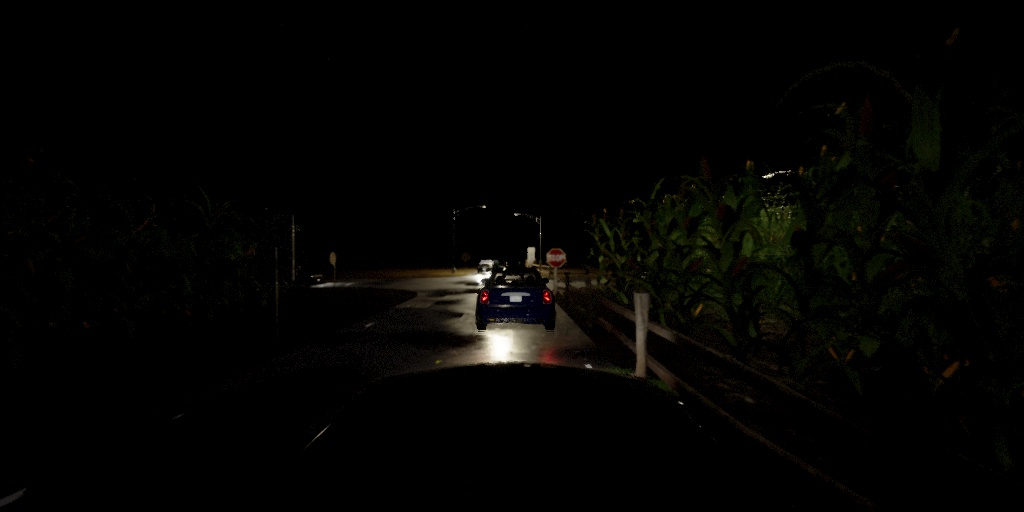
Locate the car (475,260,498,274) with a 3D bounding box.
[{"bbox_3d":[-2.886,1.211,41.203,2.128,1.511,4.902,0,0,2],"label":"car"}]

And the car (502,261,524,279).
[{"bbox_3d":[0.105,1.226,32.980,1.837,1.490,4.892,0,0,0],"label":"car"}]

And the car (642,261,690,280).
[{"bbox_3d":[12.493,1.061,28.415,4.553,1.767,2.097,0,1,-2],"label":"car"}]

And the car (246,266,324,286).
[{"bbox_3d":[-16.452,1.330,25.542,5.357,1.411,2.033,0,1,-1],"label":"car"}]

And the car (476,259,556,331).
[{"bbox_3d":[0.100,1.098,11.134,2.097,1.767,4.553,0,0,0],"label":"car"}]

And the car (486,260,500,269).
[{"bbox_3d":[-2.831,1.304,54.472,1.895,1.301,4.718,0,0,0],"label":"car"}]
